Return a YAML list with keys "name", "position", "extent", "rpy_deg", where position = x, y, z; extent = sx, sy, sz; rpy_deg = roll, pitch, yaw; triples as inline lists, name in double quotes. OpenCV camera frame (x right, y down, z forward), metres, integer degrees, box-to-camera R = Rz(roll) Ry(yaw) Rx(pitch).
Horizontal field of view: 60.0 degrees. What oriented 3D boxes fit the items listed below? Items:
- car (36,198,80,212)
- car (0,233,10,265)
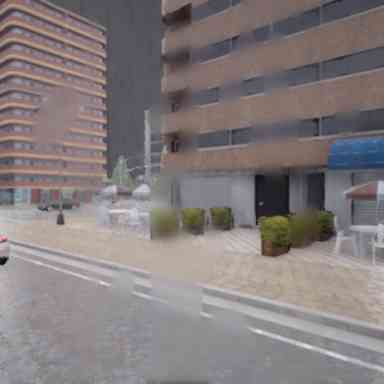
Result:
- name: "car"
  position: [-15.375, 1.465, 38.394]
  extent: [1.837, 1.490, 4.892]
  rpy_deg: [0, 1, 41]
- name: "car"
  position: [-7.296, 1.490, 10.329]
  extent: [4.674, 1.442, 1.812]
  rpy_deg: [0, 0, 41]
